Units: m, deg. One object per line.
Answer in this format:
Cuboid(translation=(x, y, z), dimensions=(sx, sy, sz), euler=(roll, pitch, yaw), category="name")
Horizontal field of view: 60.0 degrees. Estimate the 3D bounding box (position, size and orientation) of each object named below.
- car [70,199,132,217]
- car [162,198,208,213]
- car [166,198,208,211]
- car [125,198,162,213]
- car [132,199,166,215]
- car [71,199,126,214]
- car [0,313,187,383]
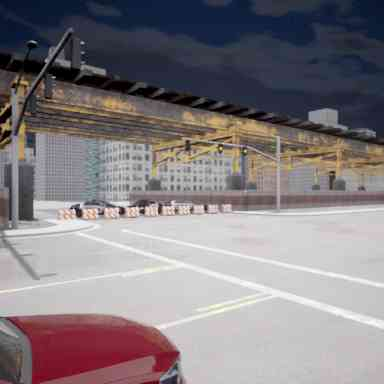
Cuboid(translation=(-8.440, 1.452, 30.356), dimensions=(4.974, 1.542, 2.038), euler=(0, 0, 8), category="car")
Cuboid(translation=(-0.804, 1.451, 36.824), dimensions=(4.974, 1.542, 2.038), euler=(0, 0, -7), category="car")
Cuboid(translation=(-0.855, 1.294, 36.817), dimensions=(4.536, 1.218, 1.853), euler=(0, 0, -7), category="car")
Cuboid(translation=(-4.687, 1.294, 33.102), dimensions=(1.853, 1.218, 4.536), euler=(0, 0, 18), category="car")
Cuboid(translation=(-4.703, 1.451, 33.052), dimensions=(2.038, 1.542, 4.974), euler=(0, 0, 18), category="car")
Cuboid(translation=(-8.491, 1.294, 30.363), dimensions=(4.536, 1.218, 1.853), euler=(0, 0, 8), category="car")
Cuboid(translation=(-2.195, 1.526, 2.201), dimensions=(4.674, 1.442, 1.812), euler=(0, 0, -35), category="car")
